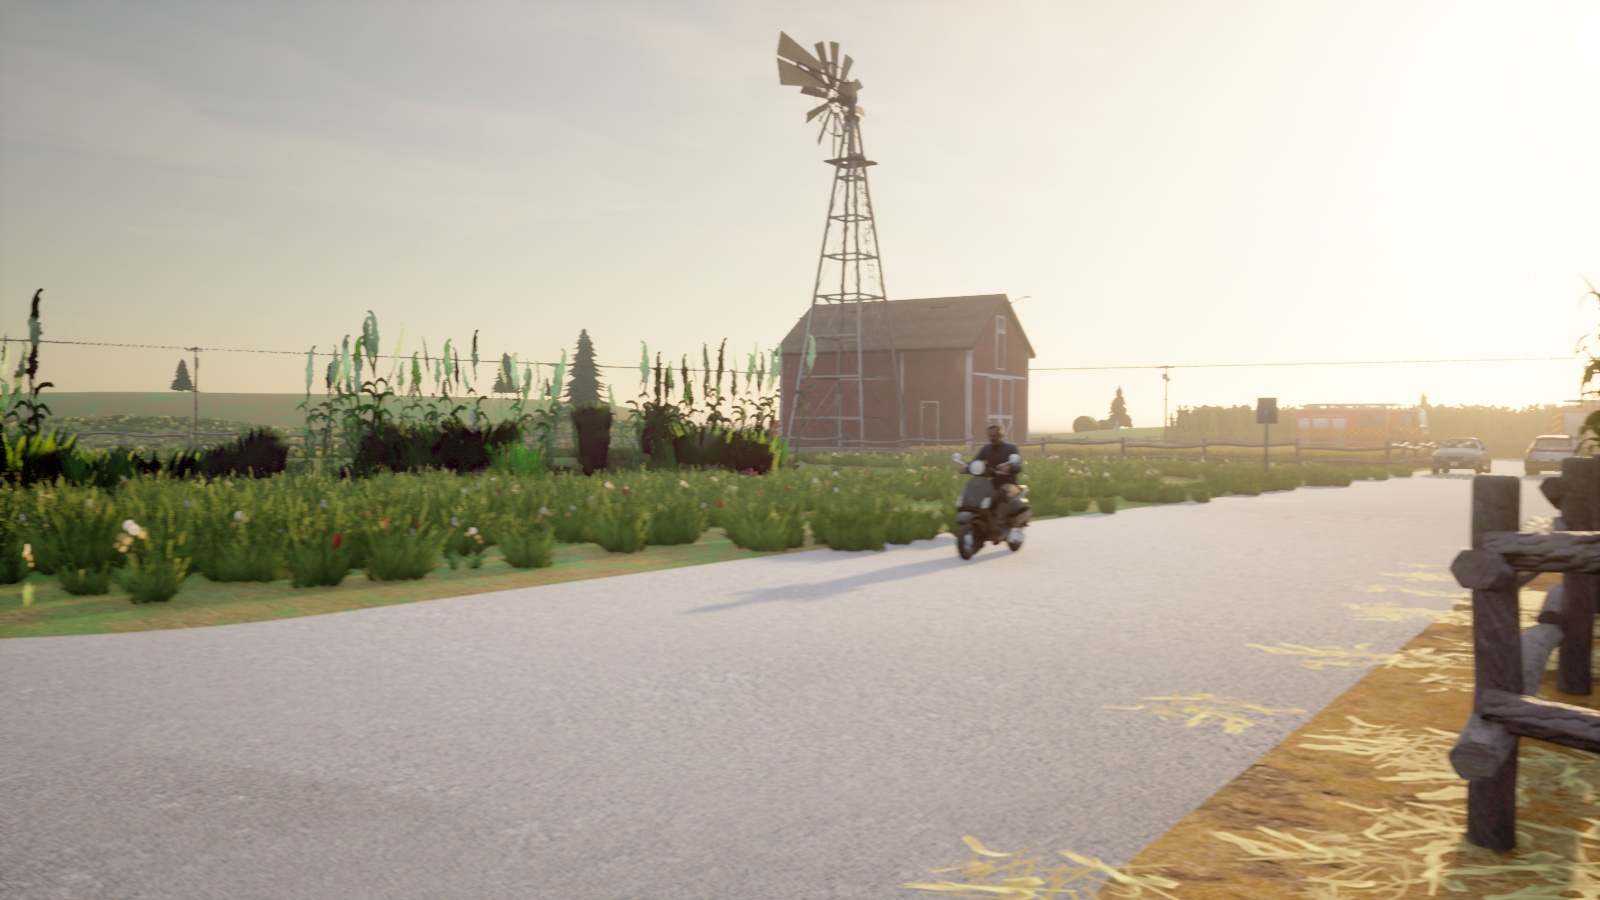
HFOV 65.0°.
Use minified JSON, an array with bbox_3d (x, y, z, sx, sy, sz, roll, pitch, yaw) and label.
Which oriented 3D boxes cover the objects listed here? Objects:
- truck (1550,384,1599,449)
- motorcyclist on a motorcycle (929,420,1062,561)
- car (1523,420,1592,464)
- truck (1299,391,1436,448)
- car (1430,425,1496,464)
[{"bbox_3d":[49.749,-2.053,78.064,8.468,3.827,2.891,-1,1,-42],"label":"truck"},{"bbox_3d":[2.385,0.441,15.109,0.866,1.590,1.817,0,1,35],"label":"motorcyclist on a motorcycle"},{"bbox_3d":[29.854,-0.348,49.409,2.033,1.649,4.856,0,1,35],"label":"car"},{"bbox_3d":[39.994,-2.113,88.663,8.468,3.827,2.891,0,1,35],"label":"truck"},{"bbox_3d":[26.231,-0.232,49.620,1.816,1.474,4.193,0,1,35],"label":"car"}]
